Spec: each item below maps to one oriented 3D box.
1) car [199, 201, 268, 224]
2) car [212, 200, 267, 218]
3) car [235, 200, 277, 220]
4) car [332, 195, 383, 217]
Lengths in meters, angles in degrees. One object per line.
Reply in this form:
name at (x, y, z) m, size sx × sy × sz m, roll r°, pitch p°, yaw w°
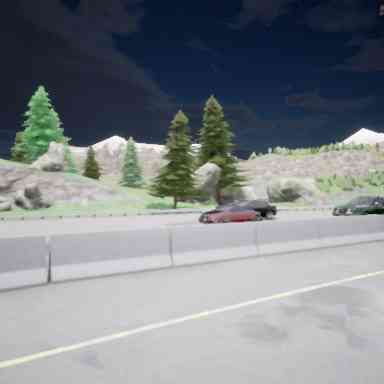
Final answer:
car at (2.548, 1.548, 21.899) m, size 4.181 × 1.385 × 1.994 m, roll 0°, pitch 0°, yaw -30°
car at (4.433, 1.486, 30.901) m, size 4.892 × 1.490 × 1.837 m, roll 0°, pitch 0°, yaw -27°
car at (4.620, 1.463, 27.049) m, size 5.008 × 1.535 × 1.882 m, roll 0°, pitch 0°, yaw -28°
car at (12.377, 1.238, 23.195) m, size 5.566 × 2.045 × 2.150 m, roll 0°, pitch 0°, yaw -26°
